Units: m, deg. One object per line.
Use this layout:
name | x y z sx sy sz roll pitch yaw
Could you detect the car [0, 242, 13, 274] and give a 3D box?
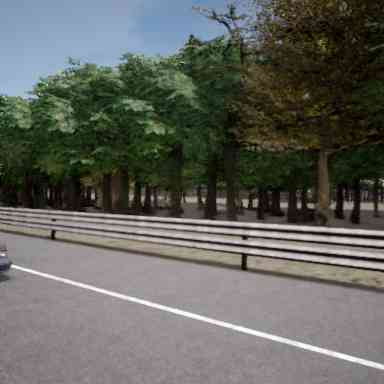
car | -6.905 1.543 9.047 5.357 1.411 2.033 0 0 38
